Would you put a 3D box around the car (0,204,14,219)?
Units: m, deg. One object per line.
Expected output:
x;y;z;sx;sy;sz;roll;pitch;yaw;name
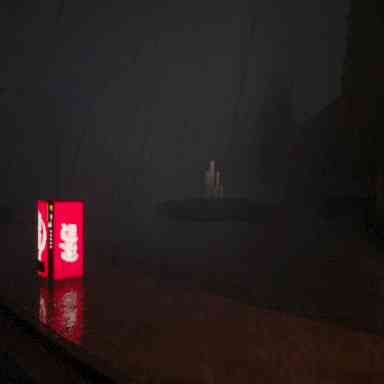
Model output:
-15.699;1.558;26.169;1.994;1.385;4.181;0;0;-9;car

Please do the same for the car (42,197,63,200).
-16.023;1.345;38.809;2.097;1.767;4.553;0;0;1;car

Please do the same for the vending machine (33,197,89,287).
-3.372;1.194;8.562;1.100;2.100;0.880;0;0;-41;vending machine
